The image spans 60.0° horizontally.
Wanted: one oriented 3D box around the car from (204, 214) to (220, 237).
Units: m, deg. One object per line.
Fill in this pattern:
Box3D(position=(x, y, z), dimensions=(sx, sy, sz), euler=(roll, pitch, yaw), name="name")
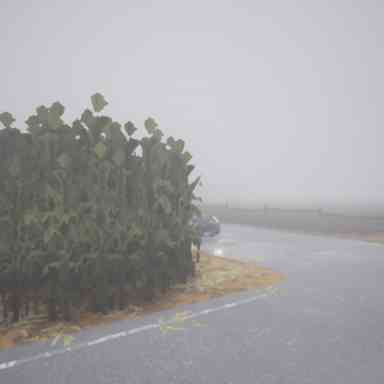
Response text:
Box3D(position=(-0.589, 1.319, 16.991), dimensions=(2.097, 1.767, 4.553), euler=(0, 0, -35), name="car")
